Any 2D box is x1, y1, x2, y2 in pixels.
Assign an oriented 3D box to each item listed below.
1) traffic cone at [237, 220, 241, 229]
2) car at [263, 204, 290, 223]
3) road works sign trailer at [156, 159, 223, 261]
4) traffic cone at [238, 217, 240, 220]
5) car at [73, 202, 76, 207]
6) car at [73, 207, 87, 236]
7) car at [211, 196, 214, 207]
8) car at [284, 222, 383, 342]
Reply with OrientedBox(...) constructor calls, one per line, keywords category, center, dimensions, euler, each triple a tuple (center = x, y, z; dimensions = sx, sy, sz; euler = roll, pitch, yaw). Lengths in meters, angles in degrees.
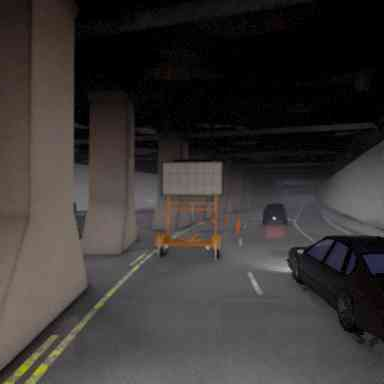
OrientedBox(category="traffic cone", center=(2.632, 2.098, 19.522), dimensions=(0.340, 0.580, 0.340), euler=(0, 0, 9))
OrientedBox(category="car", center=(6.849, 1.716, 27.205), dimensions=(1.837, 1.490, 4.892), euler=(0, 0, 16))
OrientedBox(category="road works sign trailer", center=(0.034, 0.552, 12.866), dimensions=(2.380, 3.560, 2.880), euler=(0, 0, 9))
OrientedBox(category="traffic cone", center=(2.956, 2.112, 21.495), dimensions=(0.340, 0.580, 0.340), euler=(0, 0, 9))
OrientedBox(category="car", center=(-9.256, 1.324, 20.671), dimensions=(2.150, 2.045, 5.566), euler=(0, 0, 10))
OrientedBox(category="car", center=(-6.211, 1.696, 17.765), dimensions=(1.895, 1.301, 4.718), euler=(0, 0, 9))
OrientedBox(category="car", center=(3.139, 1.638, 60.025), dimensions=(2.150, 2.045, 5.566), euler=(0, 0, 20))
OrientedBox(category="car", center=(3.449, 1.607, 6.745), dimensions=(2.033, 1.411, 5.357), euler=(0, 0, 2))
